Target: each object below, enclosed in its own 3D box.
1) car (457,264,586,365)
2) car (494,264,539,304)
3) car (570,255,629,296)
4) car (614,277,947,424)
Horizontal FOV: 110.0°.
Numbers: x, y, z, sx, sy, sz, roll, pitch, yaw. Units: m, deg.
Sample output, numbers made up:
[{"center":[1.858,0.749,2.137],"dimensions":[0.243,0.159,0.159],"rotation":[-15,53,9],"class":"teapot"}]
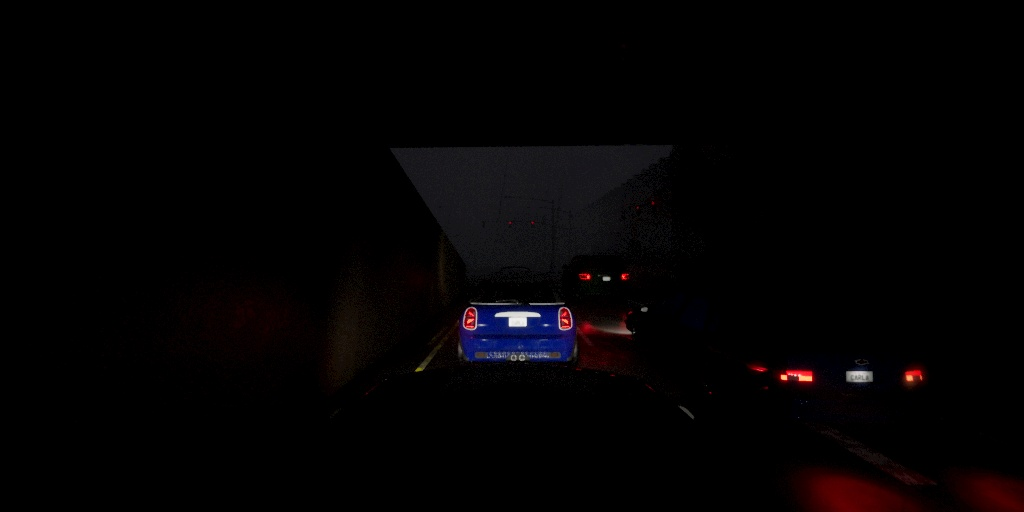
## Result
[{"center":[0.108,1.102,7.999],"dimensions":[2.097,1.767,4.553],"rotation":[0,0,0],"class":"car"},{"center":[0.134,1.228,17.283],"dimensions":[1.882,1.535,5.008],"rotation":[0,0,-1],"class":"car"},{"center":[3.647,0.971,16.474],"dimensions":[2.150,2.045,5.566],"rotation":[0,0,0],"class":"car"},{"center":[3.611,1.297,6.228],"dimensions":[2.033,1.411,5.357],"rotation":[0,0,0],"class":"car"}]
